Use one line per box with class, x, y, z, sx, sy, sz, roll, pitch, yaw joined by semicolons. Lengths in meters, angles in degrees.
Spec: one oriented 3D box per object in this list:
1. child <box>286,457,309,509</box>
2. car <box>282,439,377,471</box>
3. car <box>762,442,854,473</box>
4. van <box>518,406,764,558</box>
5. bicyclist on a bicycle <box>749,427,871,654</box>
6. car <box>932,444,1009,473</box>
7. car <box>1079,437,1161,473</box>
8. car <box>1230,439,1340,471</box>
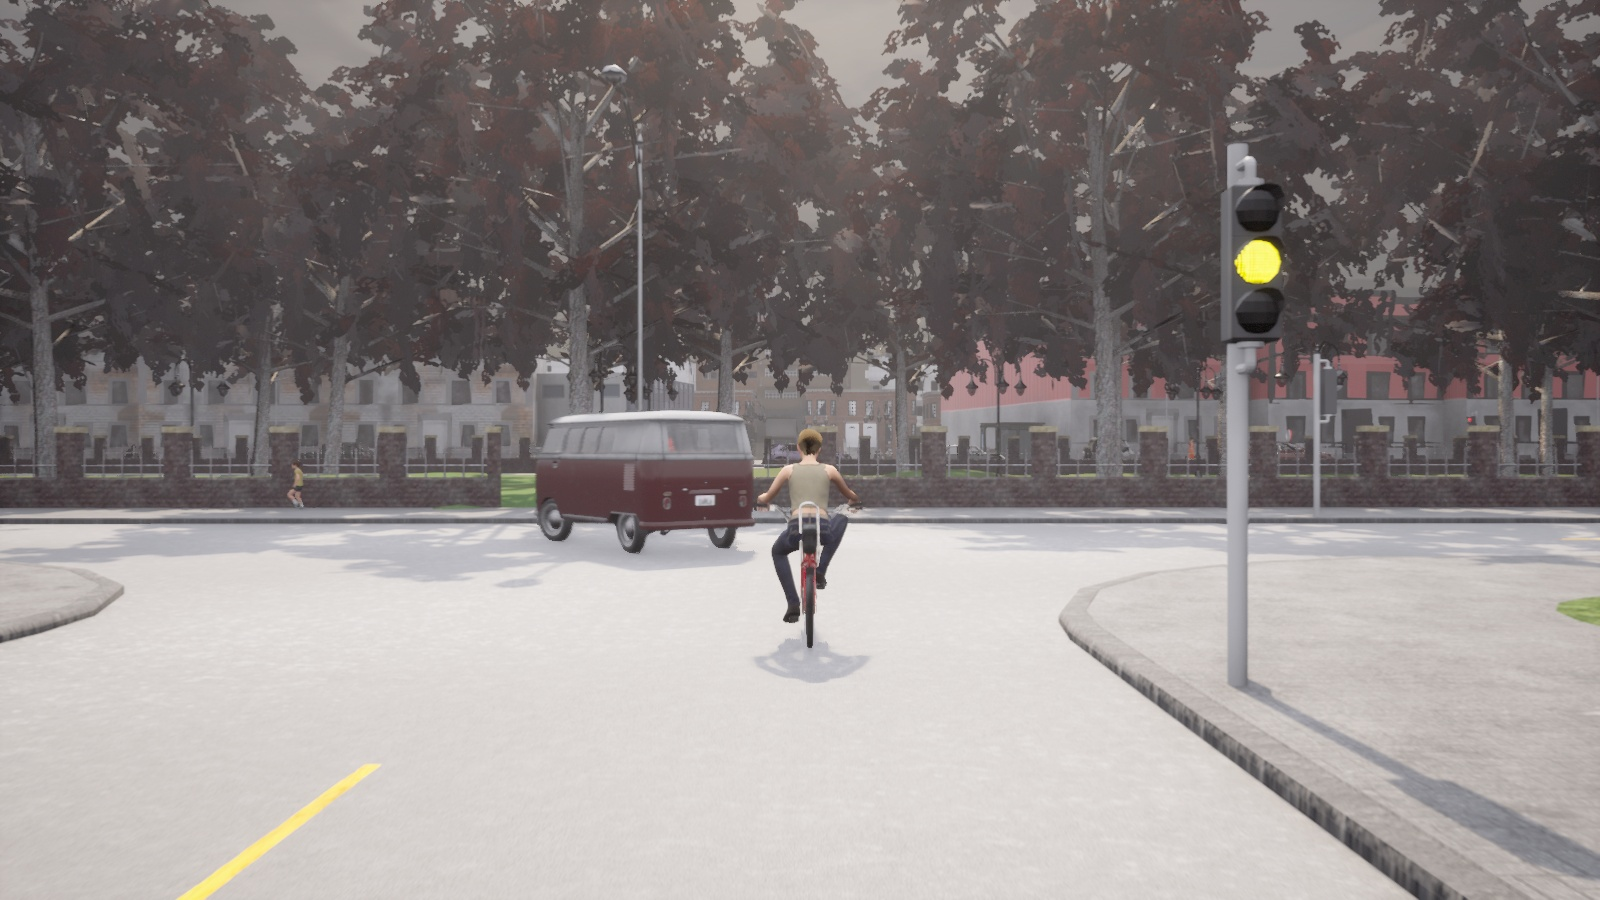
child;-10.829;0.716;27.058;0.394;1.110;0.255;0;0;0
car;-26.591;0.290;71.059;4.553;1.767;2.097;0;0;0
car;0.424;0.401;66.950;4.856;1.649;2.033;0;0;0
van;-2.505;0.418;18.807;1.775;1.987;4.442;0;0;-35
bicyclist on a bicycle;0.070;0.643;9.677;0.866;1.612;1.509;0;0;0
car;9.061;0.443;66.910;3.806;1.475;1.970;0;0;0
car;17.006;0.280;66.872;3.866;1.878;1.905;0;0;0
car;25.791;0.270;66.845;5.027;1.651;2.152;0;0;1
